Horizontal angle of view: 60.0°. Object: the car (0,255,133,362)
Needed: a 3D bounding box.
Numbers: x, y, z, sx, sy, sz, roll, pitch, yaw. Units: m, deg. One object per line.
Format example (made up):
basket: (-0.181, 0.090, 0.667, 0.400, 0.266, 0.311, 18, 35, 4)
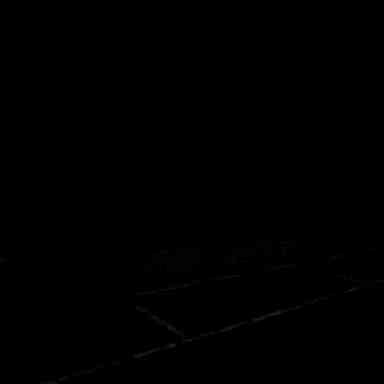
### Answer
car: (-2.873, 1.583, 4.491, 4.206, 1.307, 1.802, 0, -1, -36)
